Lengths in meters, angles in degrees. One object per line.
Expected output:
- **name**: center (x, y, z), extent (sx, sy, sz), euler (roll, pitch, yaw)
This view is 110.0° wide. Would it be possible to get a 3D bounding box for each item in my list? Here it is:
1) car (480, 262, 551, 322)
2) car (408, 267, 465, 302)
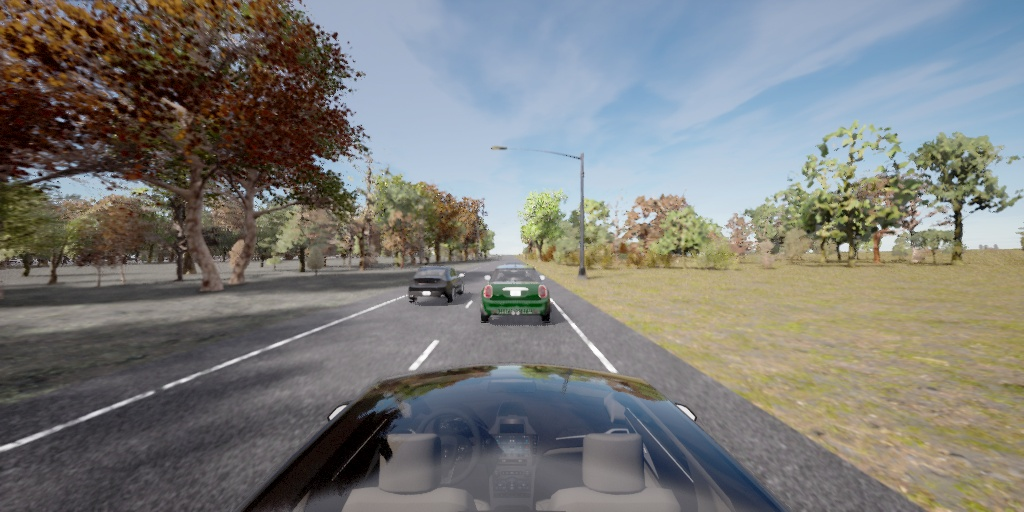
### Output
- **car**: center (0.100, 1.078, 12.360), extent (2.097, 1.767, 4.553), euler (0, 0, 0)
- **car**: center (-3.397, 1.222, 16.643), extent (1.837, 1.490, 4.892), euler (0, 0, 0)
